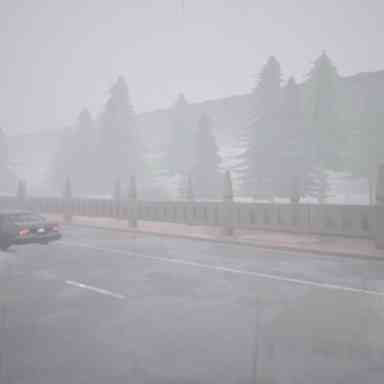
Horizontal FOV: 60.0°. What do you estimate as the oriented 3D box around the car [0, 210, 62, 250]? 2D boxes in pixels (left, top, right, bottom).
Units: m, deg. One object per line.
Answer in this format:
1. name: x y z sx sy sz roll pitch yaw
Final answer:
1. car: -7.614 1.443 13.766 5.357 1.411 2.033 1 0 36
